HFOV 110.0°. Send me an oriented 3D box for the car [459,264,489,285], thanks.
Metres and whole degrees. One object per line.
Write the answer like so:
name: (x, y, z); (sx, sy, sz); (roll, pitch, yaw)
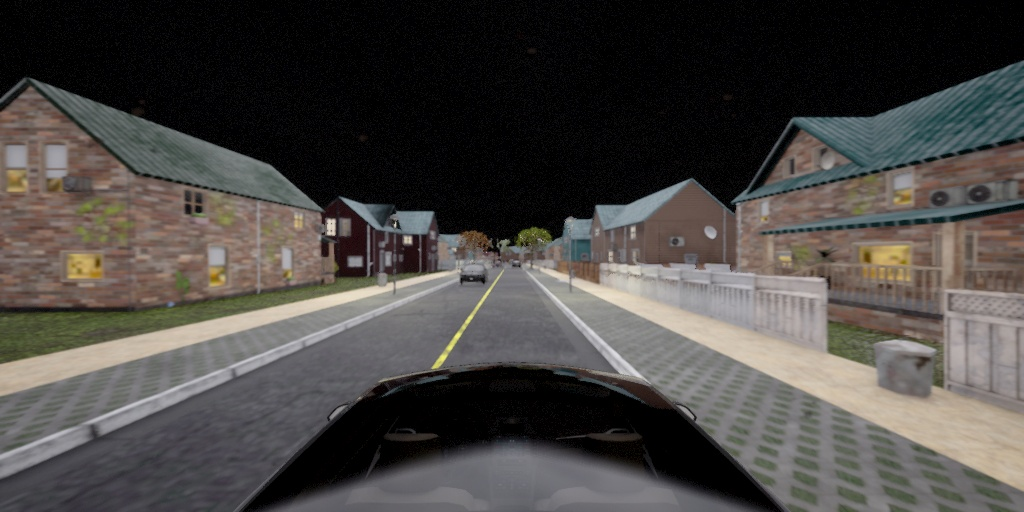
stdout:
car: (-2.830, 1.330, 27.451); (1.882, 1.535, 5.008); (0, 0, 0)
